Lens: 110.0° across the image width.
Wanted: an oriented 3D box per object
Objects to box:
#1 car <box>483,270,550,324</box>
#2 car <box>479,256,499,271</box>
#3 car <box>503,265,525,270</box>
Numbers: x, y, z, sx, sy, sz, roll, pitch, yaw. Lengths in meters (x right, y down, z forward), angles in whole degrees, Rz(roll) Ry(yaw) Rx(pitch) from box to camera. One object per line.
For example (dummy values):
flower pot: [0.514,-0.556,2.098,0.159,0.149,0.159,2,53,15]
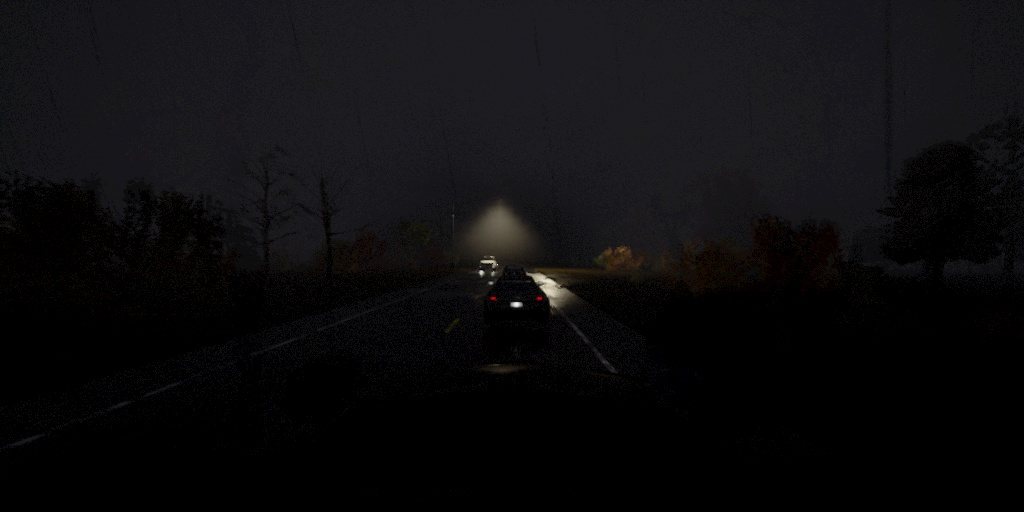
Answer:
car: [0.129,1.332,12.021,1.994,1.385,4.181,0,0,0]
car: [-3.432,1.084,52.021,2.150,2.045,5.566,0,0,0]
car: [0.177,1.408,29.929,1.895,1.301,4.718,0,0,0]
